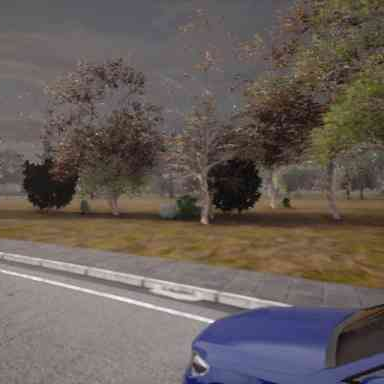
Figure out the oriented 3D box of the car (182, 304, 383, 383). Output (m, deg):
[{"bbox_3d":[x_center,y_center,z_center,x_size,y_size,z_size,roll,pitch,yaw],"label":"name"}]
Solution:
[{"bbox_3d":[2.089,1.519,2.385,4.674,1.442,1.812,0,0,35],"label":"car"}]
